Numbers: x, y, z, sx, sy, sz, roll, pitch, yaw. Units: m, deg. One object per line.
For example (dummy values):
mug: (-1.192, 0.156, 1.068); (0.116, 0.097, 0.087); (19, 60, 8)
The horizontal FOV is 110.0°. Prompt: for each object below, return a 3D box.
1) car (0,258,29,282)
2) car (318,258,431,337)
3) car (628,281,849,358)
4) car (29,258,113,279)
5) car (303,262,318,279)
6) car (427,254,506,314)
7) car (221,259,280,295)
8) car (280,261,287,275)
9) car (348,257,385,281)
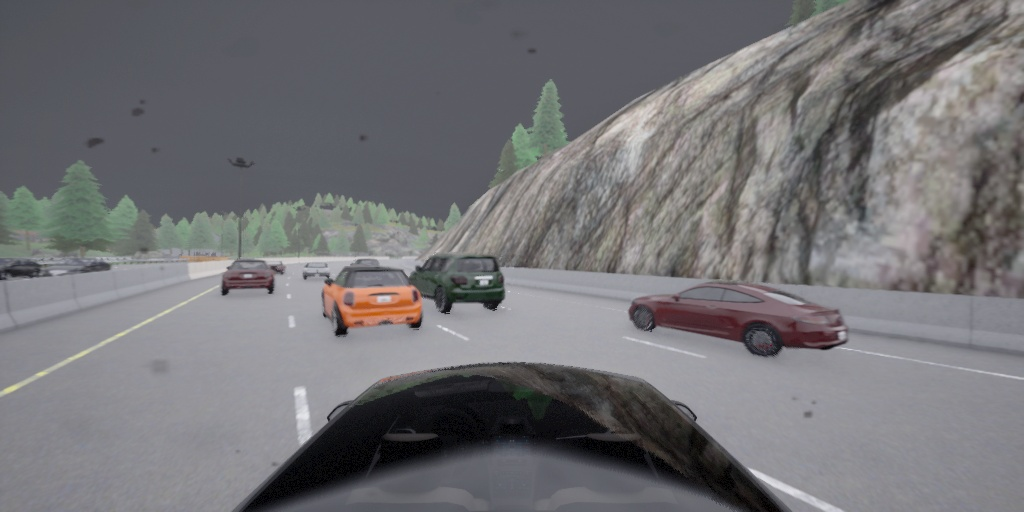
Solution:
car: (-32.682, 0.858, 22.946); (2.128, 1.511, 4.902); (1, 0, -29)
car: (-4.244, 1.056, 10.521); (2.097, 1.767, 4.553); (1, 0, -32)
car: (5.116, 1.342, 8.832); (1.812, 1.442, 4.674); (1, 0, -32)
car: (-29.568, 0.897, 24.541); (2.128, 1.511, 4.902); (1, 0, -29)
car: (-16.164, 1.172, 29.636); (1.895, 1.301, 4.718); (1, 0, -30)
car: (-2.355, 0.950, 14.078); (2.150, 2.045, 5.566); (1, 0, -32)
car: (-13.655, 0.946, 18.829); (2.097, 1.767, 4.553); (1, 0, -32)
car: (-22.617, 1.096, 34.059); (1.895, 1.301, 4.718); (1, 0, -28)
car: (-12.080, 0.973, 29.627); (2.097, 1.767, 4.553); (1, 0, -31)
